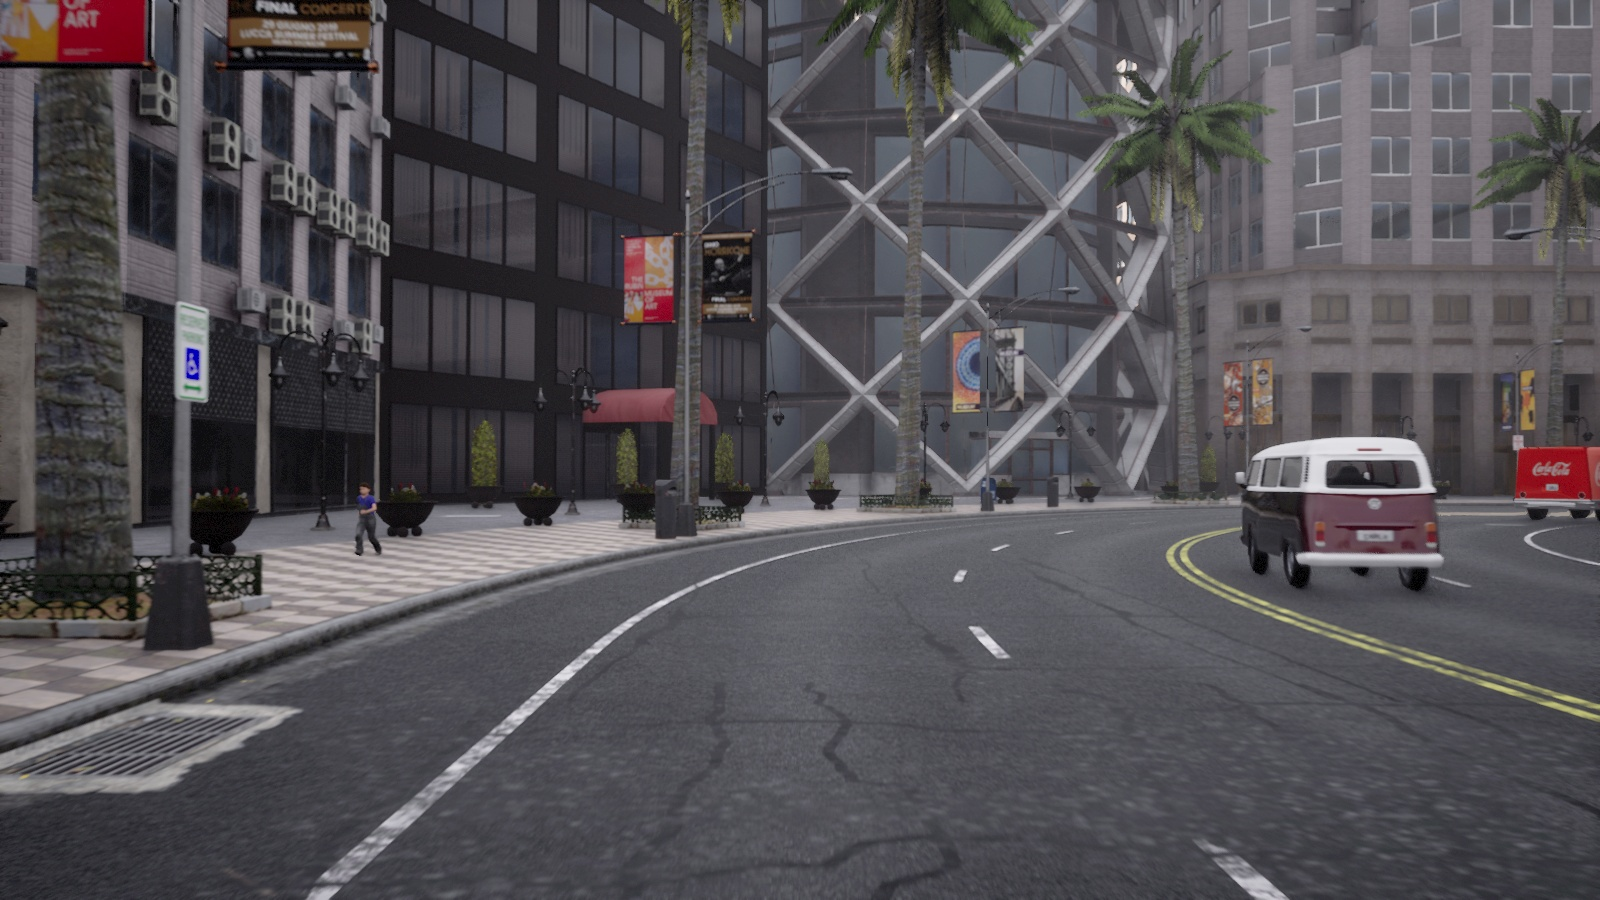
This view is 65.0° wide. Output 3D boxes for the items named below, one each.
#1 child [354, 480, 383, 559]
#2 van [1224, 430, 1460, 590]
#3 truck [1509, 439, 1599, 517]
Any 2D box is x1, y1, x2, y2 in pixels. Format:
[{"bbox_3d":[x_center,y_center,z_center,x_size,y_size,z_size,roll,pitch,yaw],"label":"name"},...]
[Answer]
[{"bbox_3d":[-7.020,1.122,20.434,0.270,1.263,0.437,0,-1,9],"label":"child"},{"bbox_3d":[7.714,0.815,18.381,2.069,2.038,4.480,-1,-1,9],"label":"van"},{"bbox_3d":[26.788,0.935,42.674,5.204,2.467,2.627,0,-1,-34],"label":"truck"}]
